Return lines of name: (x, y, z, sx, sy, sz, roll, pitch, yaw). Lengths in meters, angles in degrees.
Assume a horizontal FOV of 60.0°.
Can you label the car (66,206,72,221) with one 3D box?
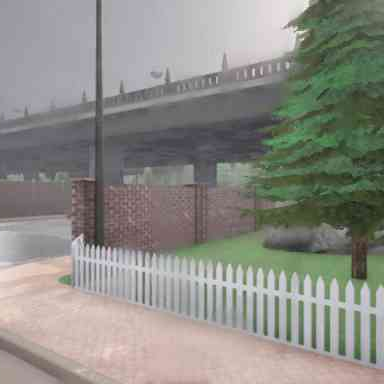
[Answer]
car: (-6.578, 1.265, 24.958, 2.150, 2.045, 5.566, 0, 0, 35)
